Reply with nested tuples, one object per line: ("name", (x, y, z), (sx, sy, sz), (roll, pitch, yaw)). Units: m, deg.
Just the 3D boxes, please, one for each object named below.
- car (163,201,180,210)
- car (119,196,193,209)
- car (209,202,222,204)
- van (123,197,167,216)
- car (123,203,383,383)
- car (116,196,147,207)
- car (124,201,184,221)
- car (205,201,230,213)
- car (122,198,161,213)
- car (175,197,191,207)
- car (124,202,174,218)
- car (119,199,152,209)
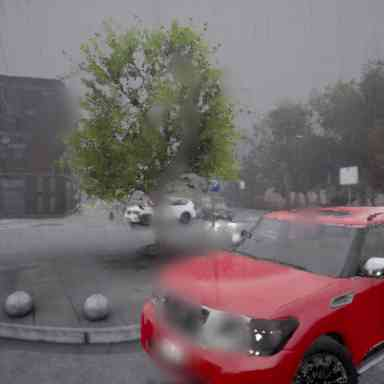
("car", (-3.326, 2.056, 52.857), (1.895, 1.301, 4.718), (0, -1, -13))
("car", (-2.311, 1.446, 25.502), (5.566, 2.045, 2.435), (0, 0, -34))
("car", (2.165, 1.772, 29.553), (1.837, 1.490, 4.892), (0, -1, -14))
("van", (-5.201, 1.564, 37.140), (4.442, 1.987, 1.878), (0, 0, -33))
("car", (2.027, 1.273, 5.017), (5.566, 2.045, 2.150), (1, 1, -37))
("car", (-12.027, 1.795, 66.454), (5.566, 2.045, 2.435), (-1, -1, -33))
("car", (-3.547, 1.740, 31.469), (5.366, 1.575, 1.946), (0, -1, -34))
("car", (3.244, 1.958, 43.194), (1.994, 1.385, 4.181), (0, -1, -14))
("car", (-6.529, 1.710, 43.041), (4.553, 1.767, 2.185), (0, -1, -33))
("car", (-1.698, 1.924, 63.515), (2.097, 1.767, 4.553), (0, 0, -14))
("car", (-4.410, 1.806, 34.287), (4.674, 1.452, 2.002), (0, -1, -34))
("car", (-9.248, 1.964, 54.760), (4.792, 1.488, 2.163), (0, -1, -33))
